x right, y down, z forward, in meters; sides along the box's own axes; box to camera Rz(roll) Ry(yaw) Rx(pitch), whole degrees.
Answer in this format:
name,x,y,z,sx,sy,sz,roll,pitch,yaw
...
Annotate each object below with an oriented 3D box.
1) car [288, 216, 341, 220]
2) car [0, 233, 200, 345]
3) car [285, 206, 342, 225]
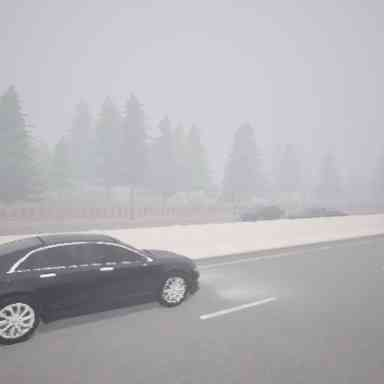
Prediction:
name,x,y,z,sx,sy,sz,roll,pitch,yaw
car,9.150,1.866,23.705,4.902,1.511,2.128,1,-1,-36
car,-2.069,1.586,6.567,4.892,1.490,1.837,1,-1,-36
car,10.760,2.005,29.192,5.357,1.411,2.033,1,-1,-36
